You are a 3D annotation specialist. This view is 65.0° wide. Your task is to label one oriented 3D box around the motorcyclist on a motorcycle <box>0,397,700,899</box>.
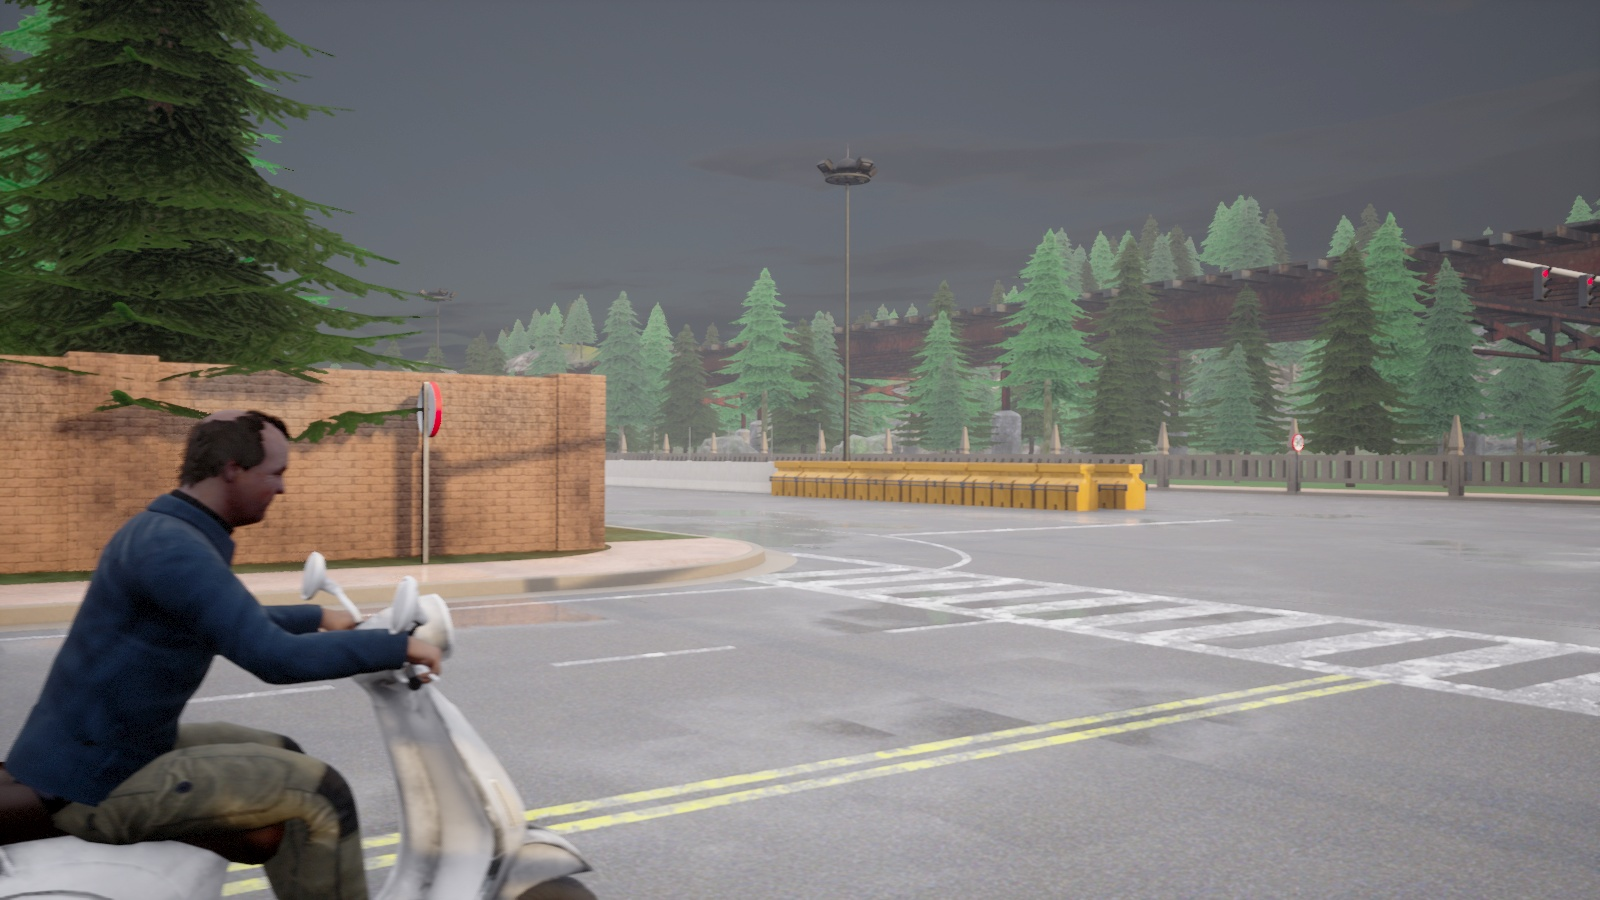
[{"bbox_3d":[-1.233,0.709,2.800,1.817,1.590,0.866,1,-1,-35],"label":"motorcyclist on a motorcycle"}]
